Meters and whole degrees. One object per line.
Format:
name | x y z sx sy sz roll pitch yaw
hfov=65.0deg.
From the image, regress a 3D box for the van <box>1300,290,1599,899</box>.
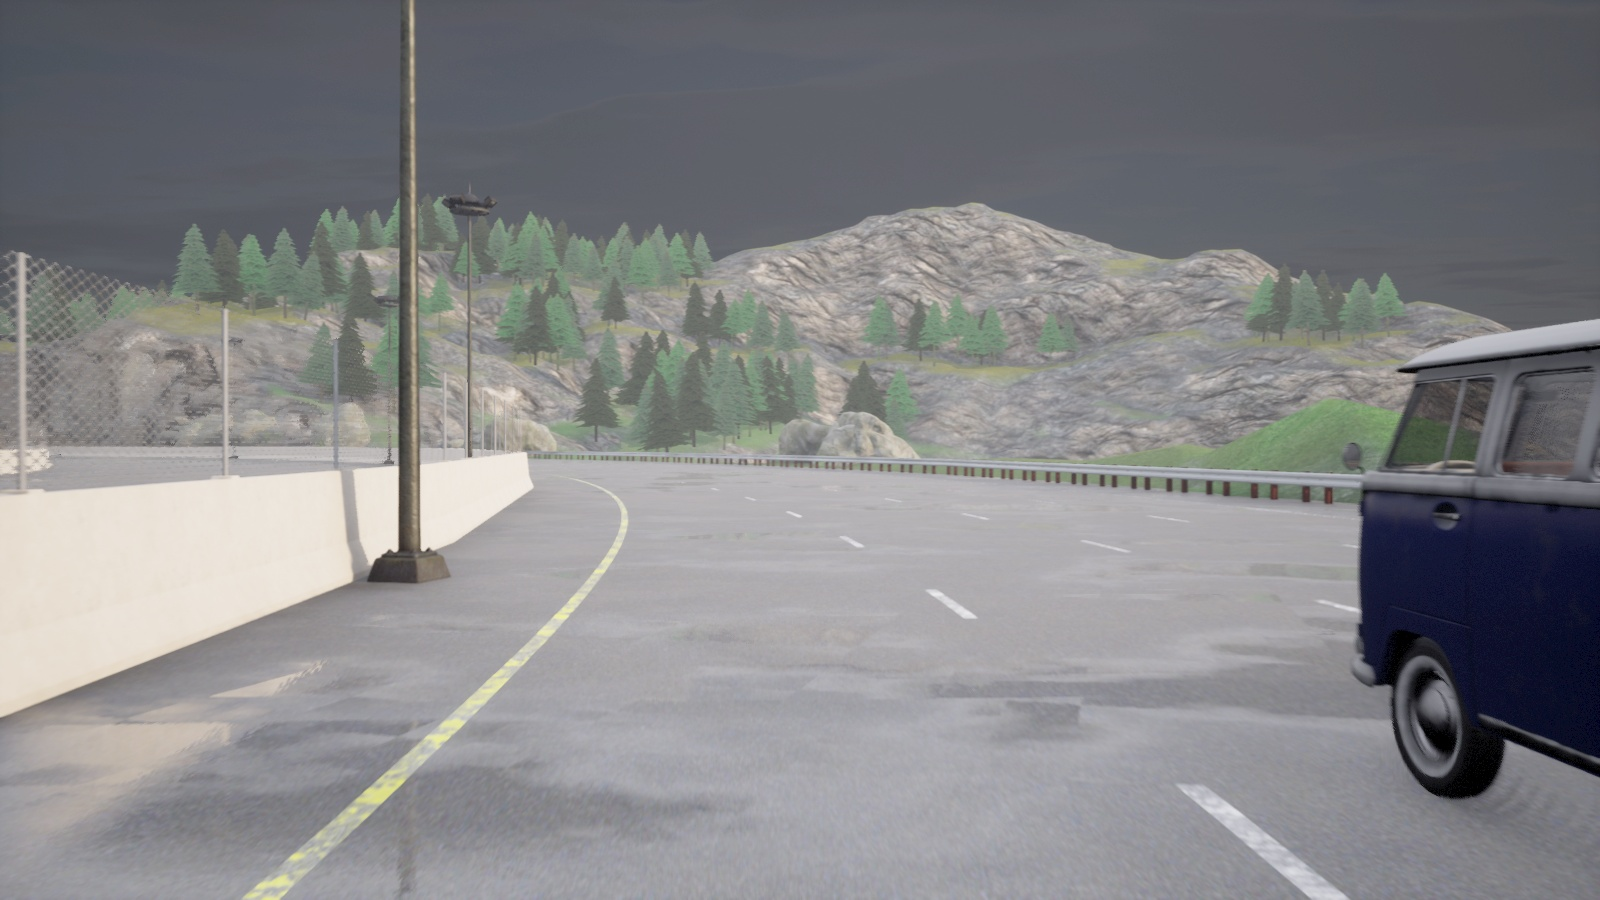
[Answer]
van | 3.468 0.477 4.141 1.775 1.987 4.442 0 0 -1
